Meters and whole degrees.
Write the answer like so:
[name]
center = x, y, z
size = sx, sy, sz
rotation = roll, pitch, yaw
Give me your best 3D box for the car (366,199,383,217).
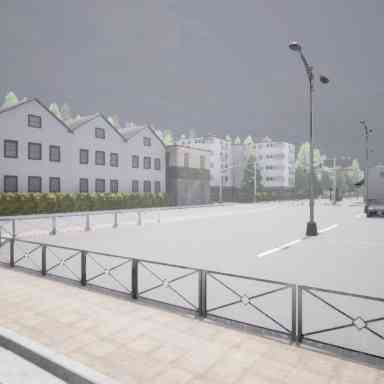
[car]
center = 15.380, 1.298, 26.835
size = 2.007, 1.523, 4.514
rotation = 0, 0, 35
